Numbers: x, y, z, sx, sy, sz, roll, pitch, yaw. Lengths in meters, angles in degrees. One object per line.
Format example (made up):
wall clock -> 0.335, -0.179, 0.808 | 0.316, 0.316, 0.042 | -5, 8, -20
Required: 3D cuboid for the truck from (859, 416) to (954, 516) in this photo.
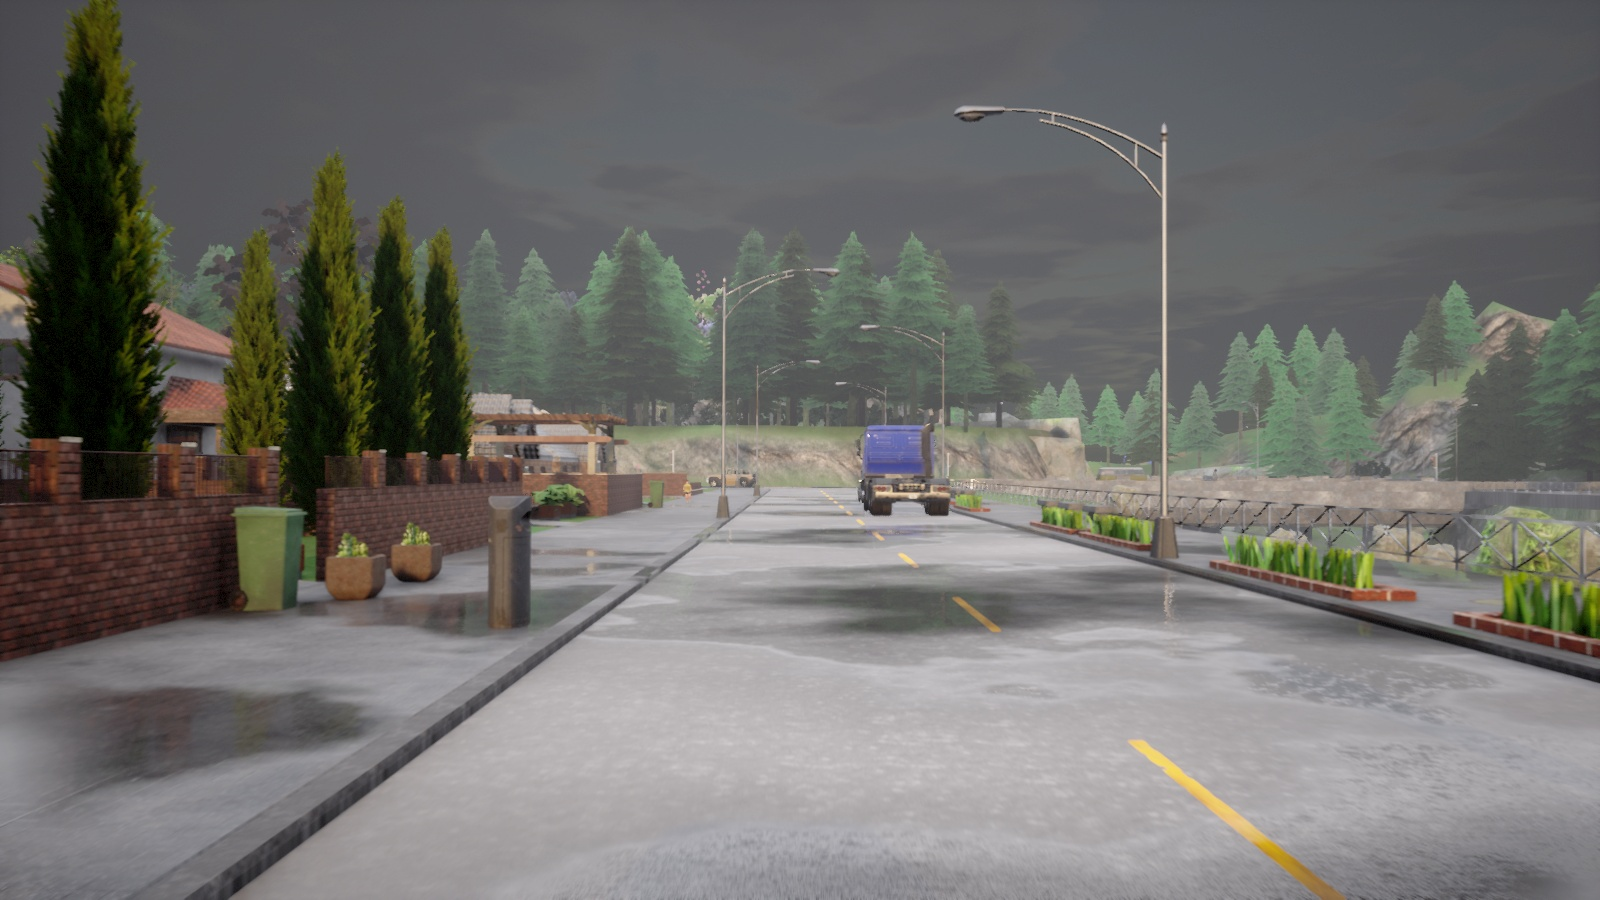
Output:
truck -> 3.885, 0.612, 47.458 | 2.891, 3.462, 7.936 | 0, -1, 0
